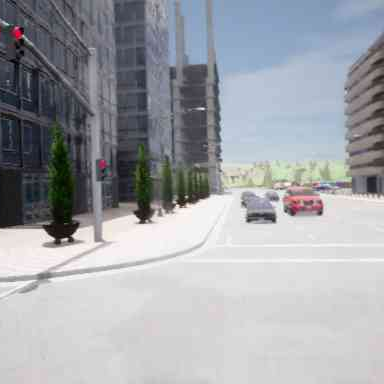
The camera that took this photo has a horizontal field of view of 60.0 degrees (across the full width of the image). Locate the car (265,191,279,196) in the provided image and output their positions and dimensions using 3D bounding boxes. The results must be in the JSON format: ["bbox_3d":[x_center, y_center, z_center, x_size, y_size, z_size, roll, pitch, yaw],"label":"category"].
[{"bbox_3d":[11.304,0.611,47.644,2.033,1.411,5.357,-2,1,8],"label":"car"}]

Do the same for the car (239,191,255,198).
[{"bbox_3d":[6.199,0.856,36.256,1.837,1.490,4.892,-2,1,8],"label":"car"}]

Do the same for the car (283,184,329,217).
[{"bbox_3d":[8.195,0.654,25.016,2.150,2.045,5.566,-2,1,8],"label":"car"}]

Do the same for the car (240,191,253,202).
[{"bbox_3d":[8.228,0.621,50.557,1.837,1.490,4.892,-2,1,8],"label":"car"}]

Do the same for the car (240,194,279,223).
[{"bbox_3d":[4.312,1.134,21.594,2.033,1.411,5.357,-2,1,8],"label":"car"}]
